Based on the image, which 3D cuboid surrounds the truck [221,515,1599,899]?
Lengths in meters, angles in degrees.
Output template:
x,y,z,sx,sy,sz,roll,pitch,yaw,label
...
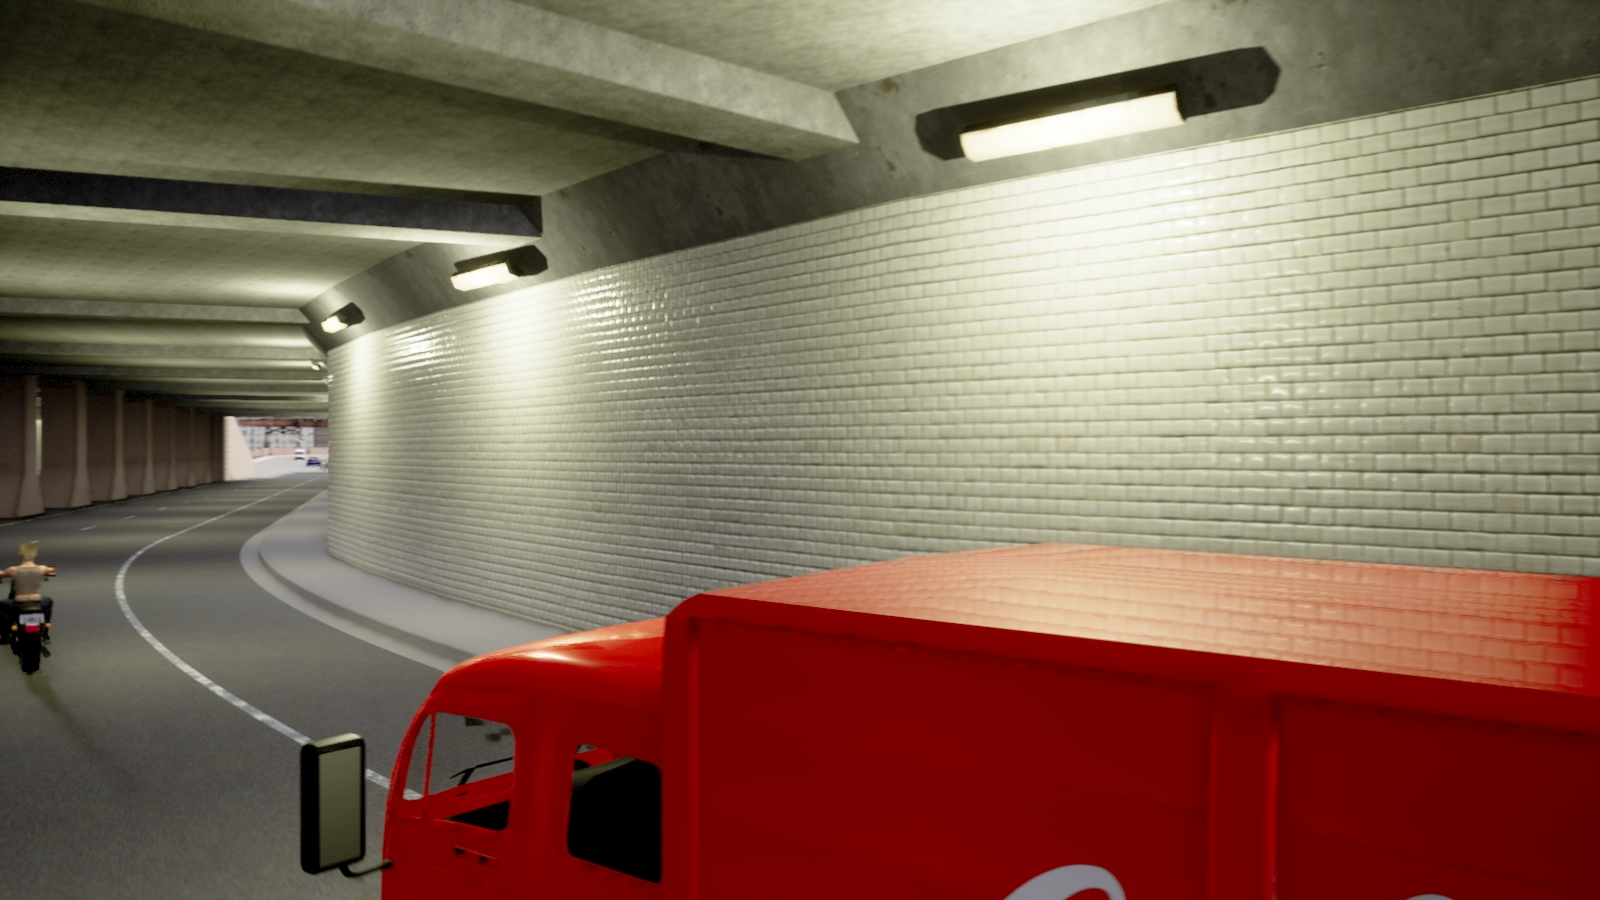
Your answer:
x,y,z,sx,sy,sz,roll,pitch,yaw,label
0.916,1.572,3.215,5.204,2.467,2.627,0,0,39,truck
